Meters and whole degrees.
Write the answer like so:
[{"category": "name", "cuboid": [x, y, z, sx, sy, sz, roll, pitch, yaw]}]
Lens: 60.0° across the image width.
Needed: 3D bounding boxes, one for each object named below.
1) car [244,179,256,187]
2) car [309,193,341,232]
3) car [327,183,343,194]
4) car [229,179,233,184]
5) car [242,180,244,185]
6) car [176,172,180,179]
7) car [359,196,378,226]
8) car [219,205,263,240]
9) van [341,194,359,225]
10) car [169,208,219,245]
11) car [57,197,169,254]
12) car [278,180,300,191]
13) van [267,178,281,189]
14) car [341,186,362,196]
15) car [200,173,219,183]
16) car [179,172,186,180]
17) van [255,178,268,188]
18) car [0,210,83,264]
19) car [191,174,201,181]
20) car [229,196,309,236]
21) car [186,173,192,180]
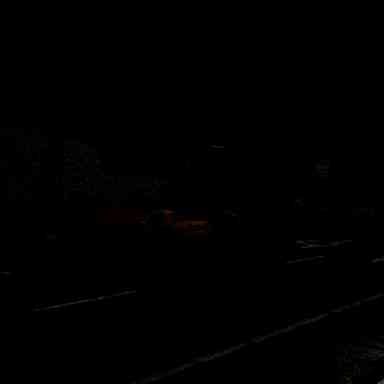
[{"category": "car", "cuboid": [13.645, -1.816, 69.983, 1.946, 1.575, 5.366, 7, 3, 35]}, {"category": "car", "cuboid": [5.852, 1.265, 20.635, 5.566, 2.045, 2.435, -1, -1, 35]}, {"category": "car", "cuboid": [23.943, -0.430, 55.050, 2.435, 2.045, 5.566, 7, 3, 35]}, {"category": "car", "cuboid": [10.063, -2.322, 74.760, 2.002, 1.452, 4.674, 7, 3, 35]}, {"category": "car", "cuboid": [11.810, -2.048, 72.301, 2.002, 1.452, 4.674, 7, 3, 35]}, {"category": "car", "cuboid": [-2.217, -4.367, 91.793, 2.435, 2.045, 5.566, 1, -1, 34]}, {"category": "car", "cuboid": [10.794, 1.400, 24.063, 4.553, 1.767, 2.185, -1, -1, 35]}, {"category": "car", "cuboid": [0.917, 1.546, 17.164, 4.674, 1.452, 2.002, -1, -1, 35]}, {"category": "van", "cuboid": [8.388, 1.294, 22.308, 4.442, 1.987, 1.878, -1, -1, 35]}, {"category": "car", "cuboid": [-1.686, 1.501, 15.532, 5.366, 1.575, 1.946, -1, -1, 34]}, {"category": "car", "cuboid": [-4.003, 1.246, 13.701, 5.566, 2.045, 2.435, -1, -1, 34]}, {"category": "car", "cuboid": [18.721, -0.997, 62.427, 2.231, 1.521, 4.892, 7, 3, 35]}, {"category": "van", "cuboid": [16.957, -1.495, 64.786, 1.878, 1.987, 4.442, 7, 4, 35]}, {"category": "car", "cuboid": [25.638, 0.132, 52.580, 2.002, 1.452, 4.674, 7, 3, 35]}, {"category": "car", "cuboid": [4.946, -3.180, 82.262, 1.946, 1.575, 5.366, 7, 3, 34]}, {"category": "car", "cuboid": [-0.441, -4.089, 89.448, 2.185, 1.767, 4.553, 4, 1, 33]}, {"category": "van", "cuboid": [15.224, -1.768, 67.255, 1.878, 1.987, 4.442, 7, 4, 35]}, {"category": "car", "cuboid": [-6.445, 1.523, 11.952, 4.792, 1.488, 2.163, -1, -1, 34]}, {"category": "car", "cuboid": [3.091, -3.703, 84.518, 2.435, 2.045, 5.566, 7, 3, 34]}, {"category": "car", "cuboid": [3.342, 1.260, 18.925, 5.566, 2.045, 2.435, -1, -1, 35]}, {"category": "car", "cuboid": [1.293, -3.855, 86.981, 2.185, 1.767, 4.553, 6, 3, 34]}]
